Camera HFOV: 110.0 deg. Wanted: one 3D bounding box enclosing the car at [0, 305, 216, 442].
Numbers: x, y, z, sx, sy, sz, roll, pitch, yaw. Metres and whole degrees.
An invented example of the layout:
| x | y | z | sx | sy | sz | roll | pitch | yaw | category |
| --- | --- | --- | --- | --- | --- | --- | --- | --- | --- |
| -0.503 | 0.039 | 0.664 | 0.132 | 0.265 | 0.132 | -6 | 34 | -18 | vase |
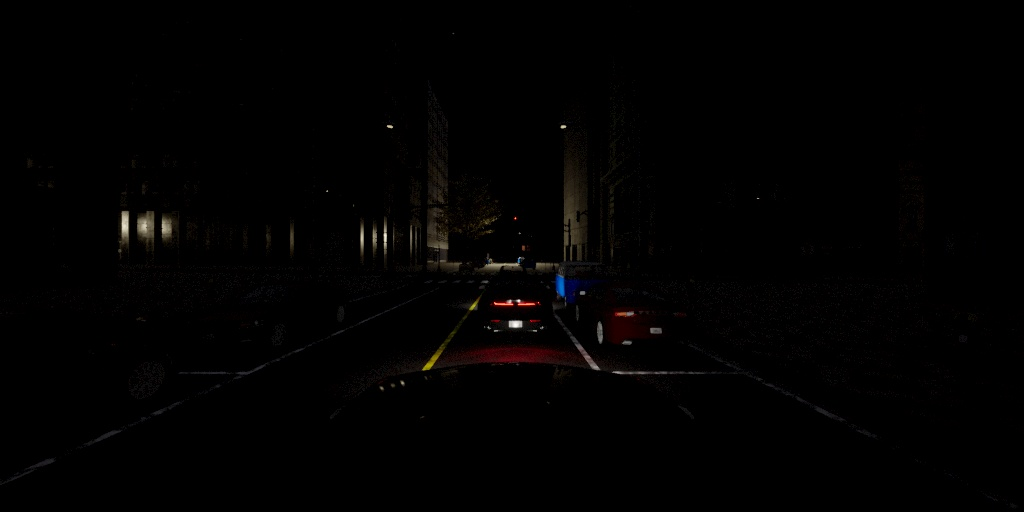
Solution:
| x | y | z | sx | sy | sz | roll | pitch | yaw | category |
| --- | --- | --- | --- | --- | --- | --- | --- | --- | --- |
| -5.782 | 1.295 | 3.569 | 1.888 | 1.381 | 4.507 | 0 | 0 | 0 | car |

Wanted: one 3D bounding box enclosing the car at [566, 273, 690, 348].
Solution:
| x | y | z | sx | sy | sz | roll | pitch | yaw | category |
| --- | --- | --- | --- | --- | --- | --- | --- | --- | --- |
| 2.753 | 1.296 | 9.104 | 1.888 | 1.381 | 4.507 | 0 | 0 | 0 | car |

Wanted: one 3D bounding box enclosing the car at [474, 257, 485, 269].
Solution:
| x | y | z | sx | sy | sz | roll | pitch | yaw | category |
| --- | --- | --- | --- | --- | --- | --- | --- | --- | --- |
| -5.946 | 1.326 | 57.767 | 1.888 | 1.381 | 4.507 | 0 | 0 | 0 | car |

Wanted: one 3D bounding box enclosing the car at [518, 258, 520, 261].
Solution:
| x | y | z | sx | sy | sz | roll | pitch | yaw | category |
| --- | --- | --- | --- | --- | --- | --- | --- | --- | --- |
| 2.560 | 1.332 | 63.439 | 1.888 | 1.381 | 4.507 | 0 | 0 | 0 | car |

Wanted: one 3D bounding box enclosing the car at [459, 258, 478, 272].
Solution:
| x | y | z | sx | sy | sz | roll | pitch | yaw | category |
| --- | --- | --- | --- | --- | --- | --- | --- | --- | --- |
| -5.917 | 1.297 | 47.017 | 1.751 | 1.417 | 4.829 | 0 | 0 | 0 | car |

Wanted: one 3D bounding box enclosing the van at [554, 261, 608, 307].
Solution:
| x | y | z | sx | sy | sz | roll | pitch | yaw | category |
| --- | --- | --- | --- | --- | --- | --- | --- | --- | --- |
| 2.736 | 1.093 | 14.629 | 1.690 | 1.789 | 3.998 | 0 | 0 | 0 | van |

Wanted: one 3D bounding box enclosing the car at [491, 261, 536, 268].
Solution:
| x | y | z | sx | sy | sz | roll | pitch | yaw | category |
| --- | --- | --- | --- | --- | --- | --- | --- | --- | --- |
| 0.047 | 1.245 | 19.758 | 2.128 | 1.511 | 4.902 | 0 | 0 | -1 | car |

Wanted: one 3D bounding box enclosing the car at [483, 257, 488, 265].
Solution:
| x | y | z | sx | sy | sz | roll | pitch | yaw | category |
| --- | --- | --- | --- | --- | --- | --- | --- | --- | --- |
| -5.964 | 1.101 | 63.056 | 2.192 | 1.841 | 5.009 | 0 | 0 | 0 | car |

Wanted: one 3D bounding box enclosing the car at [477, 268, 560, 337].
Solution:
| x | y | z | sx | sy | sz | roll | pitch | yaw | category |
| --- | --- | --- | --- | --- | --- | --- | --- | --- | --- |
| 0.074 | 1.256 | 10.339 | 1.837 | 1.490 | 4.892 | 0 | 0 | 0 | car |

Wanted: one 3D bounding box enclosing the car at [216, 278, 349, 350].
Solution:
| x | y | z | sx | sy | sz | roll | pitch | yaw | category |
| --- | --- | --- | --- | --- | --- | --- | --- | --- | --- |
| -5.802 | 1.296 | 9.094 | 1.888 | 1.381 | 4.507 | 0 | 0 | 0 | car |

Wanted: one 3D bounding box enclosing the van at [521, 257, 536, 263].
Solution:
| x | y | z | sx | sy | sz | roll | pitch | yaw | category |
| --- | --- | --- | --- | --- | --- | --- | --- | --- | --- |
| 2.596 | 1.117 | 52.613 | 1.690 | 1.789 | 3.998 | 0 | 0 | 0 | van |

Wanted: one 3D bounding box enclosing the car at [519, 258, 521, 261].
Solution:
| x | y | z | sx | sy | sz | roll | pitch | yaw | category |
| --- | --- | --- | --- | --- | --- | --- | --- | --- | --- |
| 2.578 | 1.347 | 58.026 | 1.948 | 1.339 | 4.313 | 0 | 0 | 0 | car |
